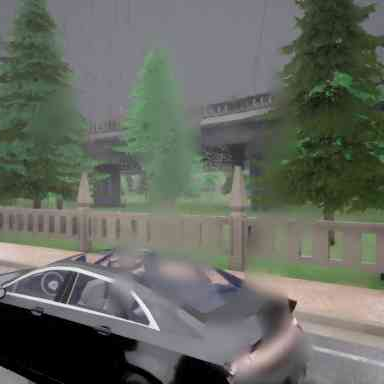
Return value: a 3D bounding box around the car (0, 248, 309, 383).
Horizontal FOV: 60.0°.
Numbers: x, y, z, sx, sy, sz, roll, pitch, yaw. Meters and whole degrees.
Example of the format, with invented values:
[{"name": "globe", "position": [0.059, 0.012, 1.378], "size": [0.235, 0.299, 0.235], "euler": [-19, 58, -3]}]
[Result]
[{"name": "car", "position": [-1.117, 1.492, 4.203], "size": [4.902, 1.511, 2.128], "euler": [0, 0, 33]}]
